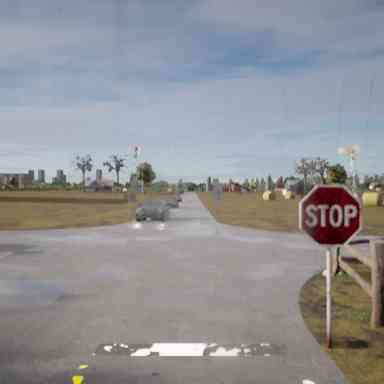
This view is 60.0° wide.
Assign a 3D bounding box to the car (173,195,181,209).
[{"bbox_3d":[-2.753,1.476,42.777,1.994,1.385,4.181,0,0,0],"label":"car"}]

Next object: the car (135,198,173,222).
[{"bbox_3d":[-2.959,1.328,25.703,2.097,1.767,4.553,0,0,3],"label":"car"}]
